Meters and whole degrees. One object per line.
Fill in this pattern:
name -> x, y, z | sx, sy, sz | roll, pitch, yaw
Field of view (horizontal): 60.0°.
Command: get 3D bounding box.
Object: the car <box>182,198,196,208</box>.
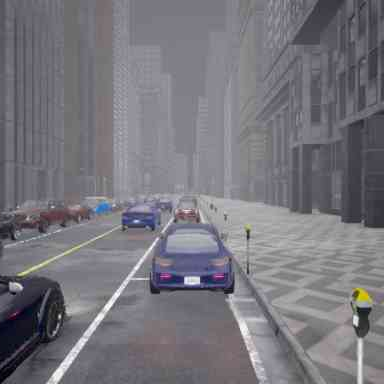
car -> -0.385, 1.565, 47.899 | 1.947, 1.339, 4.313 | 0, 0, 0

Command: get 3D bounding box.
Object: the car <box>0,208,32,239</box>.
car -> -8.910, 1.565, 14.070 | 1.947, 1.339, 4.313 | 0, 0, 0

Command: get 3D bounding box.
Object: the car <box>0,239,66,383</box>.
car -> -3.045, 1.564, 3.754 | 1.994, 1.385, 4.181 | 0, 0, 0

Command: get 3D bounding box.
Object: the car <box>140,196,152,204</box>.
car -> -8.911, 1.525, 64.631 | 1.752, 1.417, 4.829 | 0, 0, 0

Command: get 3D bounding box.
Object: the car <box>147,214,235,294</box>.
car -> 0.003, 1.525, 8.651 | 1.812, 1.442, 4.674 | 0, 0, 0

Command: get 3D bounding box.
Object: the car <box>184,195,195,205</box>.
car -> -0.386, 1.439, 59.171 | 1.967, 1.590, 4.097 | 0, 0, 0

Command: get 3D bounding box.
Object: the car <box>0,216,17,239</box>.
car -> -6.245, 1.525, 7.668 | 1.812, 1.442, 4.674 | 0, 0, 0

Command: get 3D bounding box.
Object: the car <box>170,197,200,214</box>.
car -> -0.386, 1.439, 25.353 | 1.967, 1.590, 4.097 | 0, 0, 0

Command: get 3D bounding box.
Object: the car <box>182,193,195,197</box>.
car -> -0.386, 1.314, 36.627 | 2.192, 1.841, 5.009 | 0, 0, 0

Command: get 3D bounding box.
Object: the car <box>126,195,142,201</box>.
car -> -8.911, 1.439, 47.891 | 1.967, 1.590, 4.097 | 0, 0, 0

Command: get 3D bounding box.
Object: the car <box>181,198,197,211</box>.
car -> -0.385, 1.543, 42.263 | 1.887, 1.381, 4.507 | 0, 0, 0

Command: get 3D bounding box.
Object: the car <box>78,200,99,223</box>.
car -> -8.910, 1.544, 25.344 | 1.887, 1.381, 4.507 | 0, 0, 0

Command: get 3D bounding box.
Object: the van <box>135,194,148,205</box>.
van -> -8.911, 1.340, 59.164 | 1.690, 1.788, 3.998 | 0, 0, 0

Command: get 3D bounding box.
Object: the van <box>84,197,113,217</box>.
van -> -8.911, 1.340, 30.980 | 1.690, 1.788, 3.998 | 0, 0, 0

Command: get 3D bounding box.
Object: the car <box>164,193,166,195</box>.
car -> -8.912, 1.324, 87.347 | 2.192, 1.841, 5.009 | 0, 0, 0

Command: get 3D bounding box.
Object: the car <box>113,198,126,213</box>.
car -> -8.911, 1.439, 36.617 | 1.967, 1.590, 4.097 | 0, 0, 0

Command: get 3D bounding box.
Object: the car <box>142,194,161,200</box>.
car -> -6.145, 1.216, 49.137 | 1.837, 1.490, 4.892 | 0, 0, 0

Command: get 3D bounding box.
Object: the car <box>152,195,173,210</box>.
car -> -3.145, 1.476, 38.445 | 1.882, 1.535, 5.008 | 0, 0, 0

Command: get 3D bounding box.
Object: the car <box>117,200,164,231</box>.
car -> -3.044, 1.477, 20.709 | 1.882, 1.535, 5.008 | 0, 0, 0

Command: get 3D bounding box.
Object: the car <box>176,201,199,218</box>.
car -> -0.385, 1.565, 30.990 | 1.947, 1.339, 4.313 | 0, 0, 0

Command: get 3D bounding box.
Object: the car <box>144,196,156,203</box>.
car -> -8.911, 1.552, 70.437 | 2.008, 1.369, 4.403 | 0, 0, 0

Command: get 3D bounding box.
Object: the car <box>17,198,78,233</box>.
car -> -8.911, 1.314, 19.706 | 2.192, 1.841, 5.009 | 0, 0, 0

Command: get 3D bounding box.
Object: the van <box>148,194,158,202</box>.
van -> -8.911, 1.345, 76.073 | 1.690, 1.788, 3.998 | 0, 0, 0
